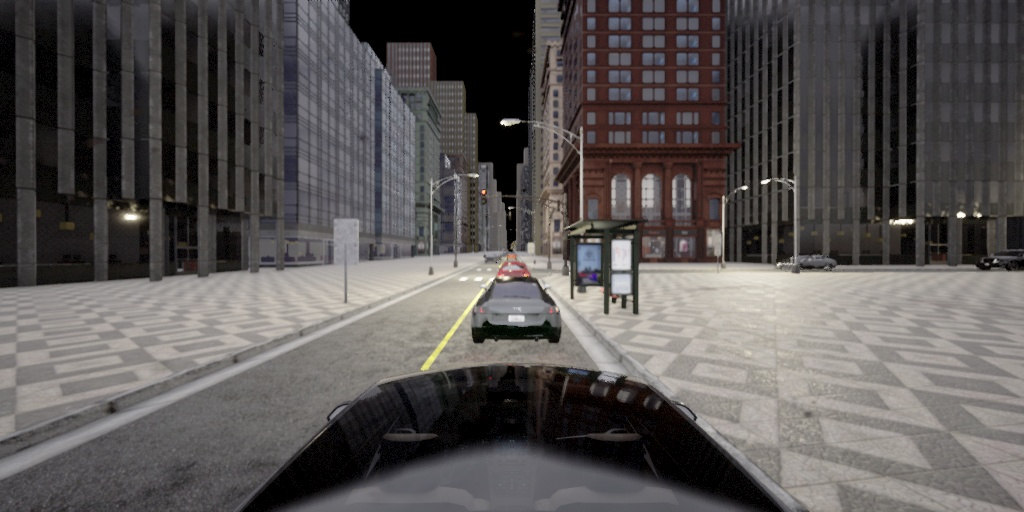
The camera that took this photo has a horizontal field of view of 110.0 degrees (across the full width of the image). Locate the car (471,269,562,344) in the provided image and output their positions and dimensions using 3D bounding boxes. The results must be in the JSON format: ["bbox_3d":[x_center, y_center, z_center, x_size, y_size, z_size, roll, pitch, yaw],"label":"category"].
[{"bbox_3d":[0.096,1.205,9.265,1.994,1.385,4.181,0,1,0],"label":"car"}]

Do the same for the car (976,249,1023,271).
[{"bbox_3d":[46.659,0.413,33.121,5.566,2.045,2.150,0,0,0],"label":"car"}]

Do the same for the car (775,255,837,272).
[{"bbox_3d":[27.165,0.681,33.220,4.902,1.511,2.128,0,0,0],"label":"car"}]

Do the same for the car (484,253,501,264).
[{"bbox_3d":[-3.103,0.461,54.022,2.033,1.411,5.357,0,1,0],"label":"car"}]

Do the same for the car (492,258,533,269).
[{"bbox_3d":[0.111,1.017,19.098,1.812,1.442,4.674,0,1,1],"label":"car"}]
